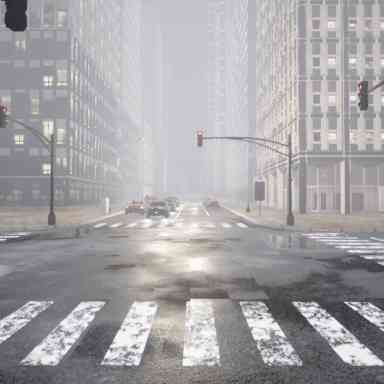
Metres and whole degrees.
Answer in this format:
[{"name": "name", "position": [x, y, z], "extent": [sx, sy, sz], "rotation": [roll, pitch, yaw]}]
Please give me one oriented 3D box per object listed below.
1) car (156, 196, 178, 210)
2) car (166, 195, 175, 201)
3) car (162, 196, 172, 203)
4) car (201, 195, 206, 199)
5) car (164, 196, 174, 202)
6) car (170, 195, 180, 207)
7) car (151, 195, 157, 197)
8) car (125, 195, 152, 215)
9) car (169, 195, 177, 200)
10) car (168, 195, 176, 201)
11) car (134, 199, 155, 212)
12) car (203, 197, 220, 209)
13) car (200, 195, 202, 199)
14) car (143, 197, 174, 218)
[{"name": "car", "position": [-2.965, 1.520, 39.803], "extent": [1.837, 1.490, 4.892], "rotation": [0, 0, 0]}, {"name": "car", "position": [-5.394, 1.578, 83.990], "extent": [1.887, 1.381, 4.507], "rotation": [1, 0, 0]}, {"name": "car", "position": [-5.431, 1.573, 72.840], "extent": [1.887, 1.381, 4.507], "rotation": [1, 0, 0]}, {"name": "car", "position": [2.895, 1.547, 56.324], "extent": [1.752, 1.417, 4.829], "rotation": [1, 0, 0]}, {"name": "car", "position": [-5.412, 1.582, 78.415], "extent": [2.008, 1.369, 4.403], "rotation": [1, 0, 0]}, {"name": "car", "position": [-2.925, 1.371, 49.877], "extent": [2.097, 1.767, 4.553], "rotation": [0, 0, 0]}, {"name": "car", "position": [-5.520, 1.332, 44.964], "extent": [2.192, 1.841, 5.009], "rotation": [1, 0, 0]}, {"name": "car", "position": [-5.560, 1.453, 33.814], "extent": [1.967, 1.590, 4.097], "rotation": [1, 0, 0]}, {"name": "car", "position": [-5.357, 1.605, 95.140], "extent": [1.947, 1.339, 4.313], "rotation": [1, 0, 0]}, {"name": "car", "position": [-5.375, 1.587, 89.565], "extent": [2.008, 1.369, 4.403], "rotation": [1, 0, 0]}, {"name": "car", "position": [-5.544, 1.597, 39.389], "extent": [1.802, 1.307, 4.206], "rotation": [1, 0, 0]}, {"name": "car", "position": [2.855, 1.599, 44.998], "extent": [1.802, 1.307, 4.206], "rotation": [1, 0, 0]}, {"name": "car", "position": [2.912, 1.590, 61.731], "extent": [1.947, 1.339, 4.313], "rotation": [1, 0, 0]}, {"name": "car", "position": [-2.997, 1.516, 30.353], "extent": [1.837, 1.490, 4.892], "rotation": [0, 0, 0]}]
